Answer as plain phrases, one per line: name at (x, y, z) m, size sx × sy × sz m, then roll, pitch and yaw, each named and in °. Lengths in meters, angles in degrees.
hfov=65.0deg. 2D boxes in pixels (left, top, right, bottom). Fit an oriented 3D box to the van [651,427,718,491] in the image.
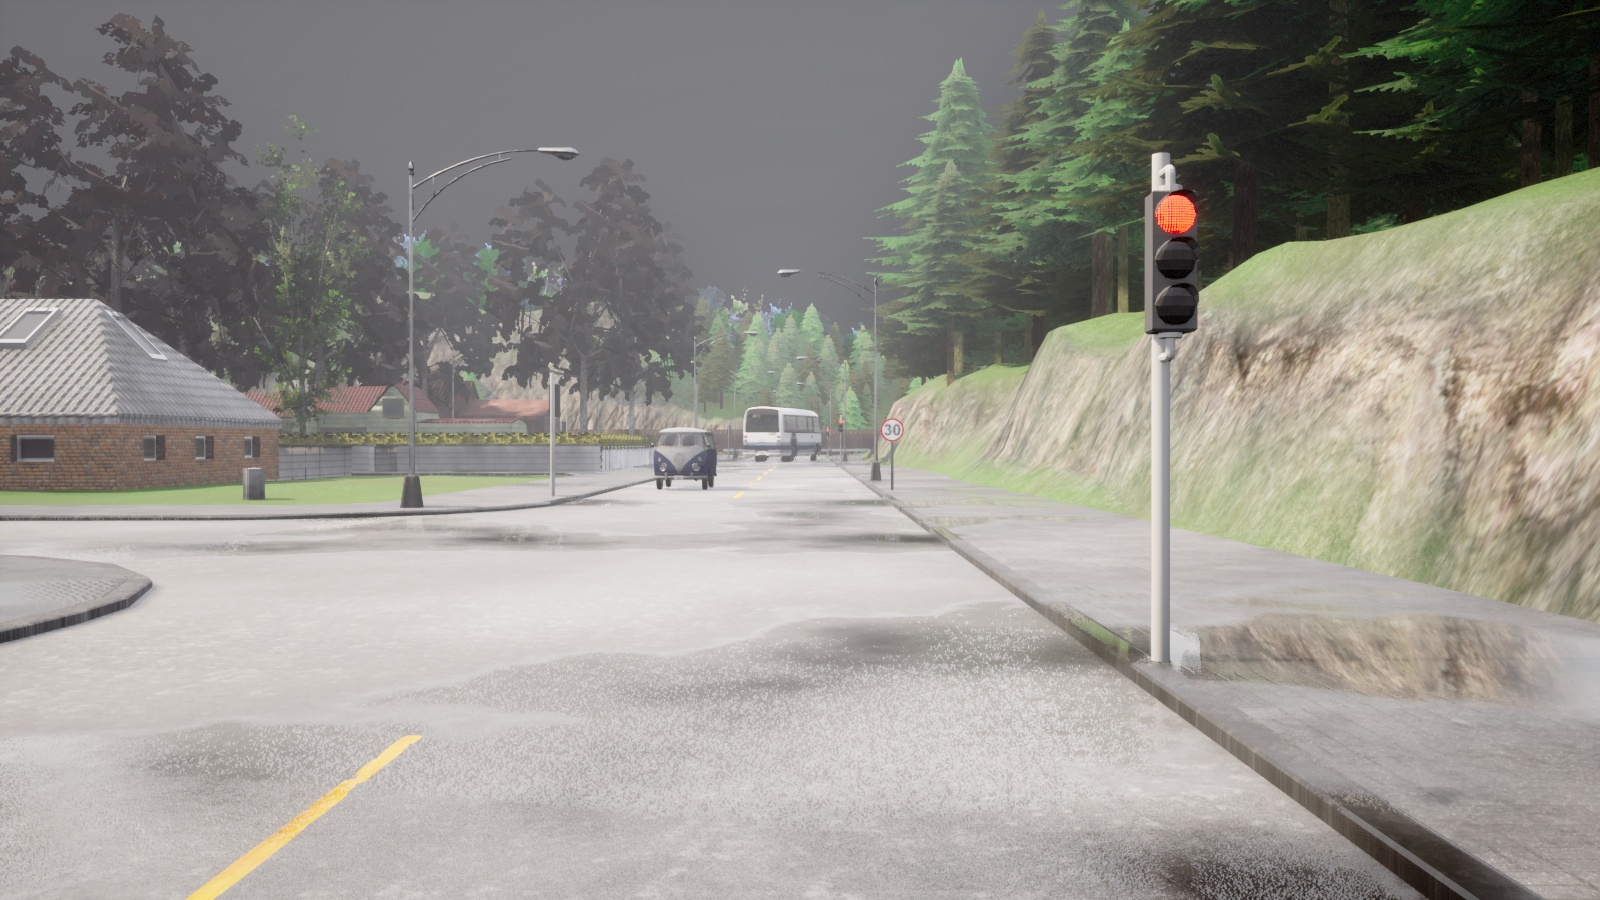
van at (-3.750, 0.263, 41.344) m, size 1.775 × 1.987 × 4.442 m, roll 0°, pitch 0°, yaw 0°
